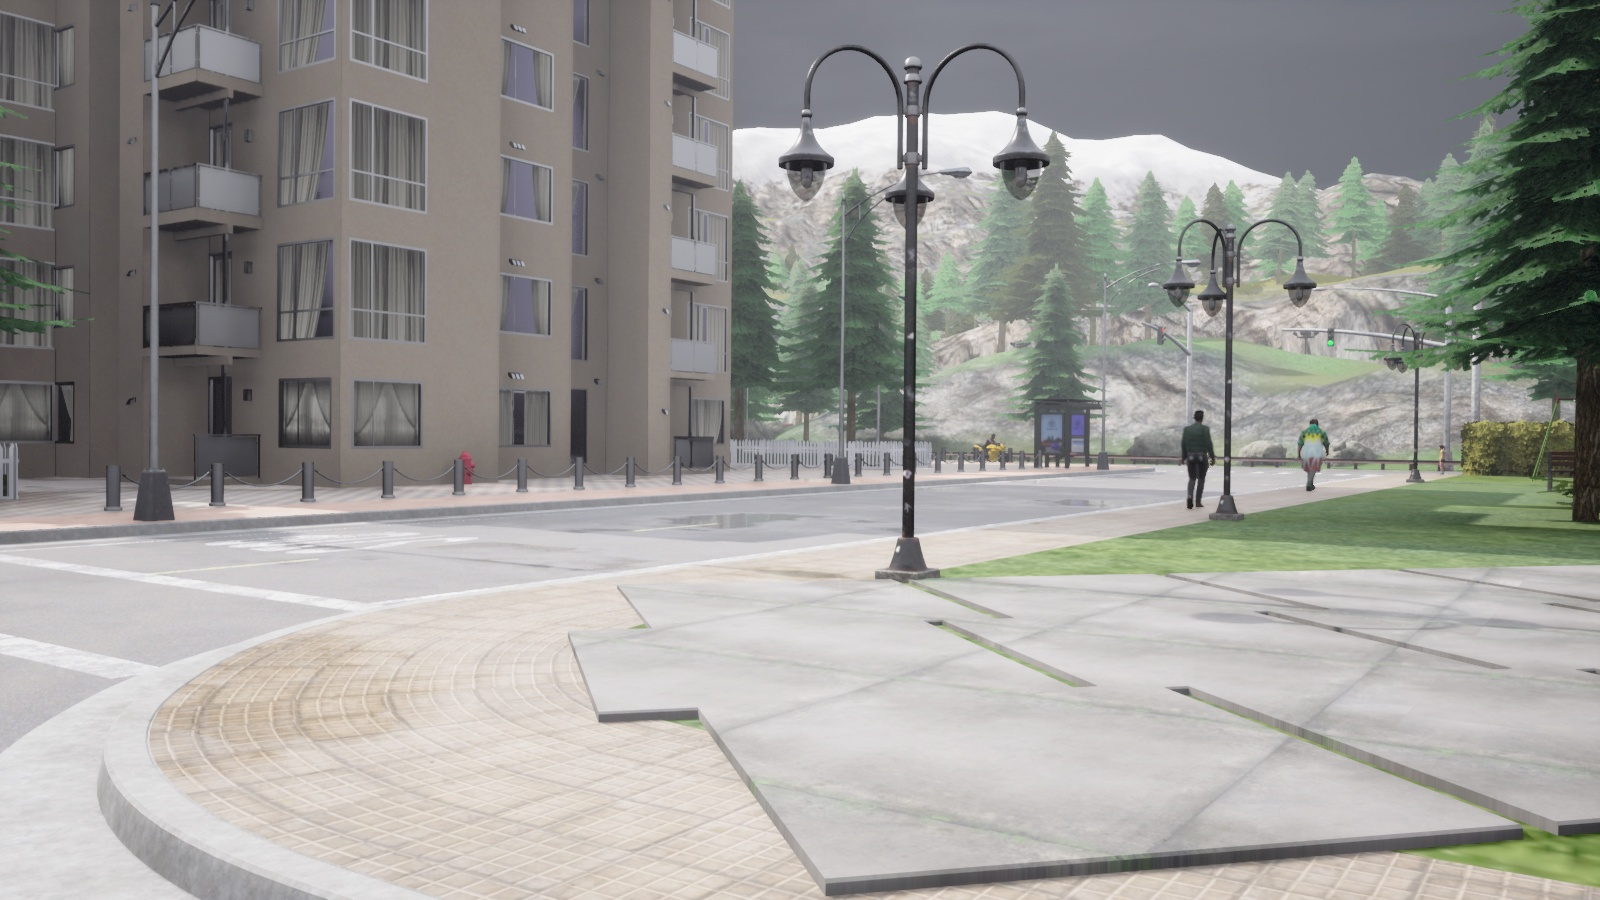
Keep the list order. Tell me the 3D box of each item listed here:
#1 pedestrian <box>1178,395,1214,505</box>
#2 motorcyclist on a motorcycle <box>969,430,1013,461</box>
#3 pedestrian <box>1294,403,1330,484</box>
[{"bbox_3d":[7.163,0.002,22.686,0.423,1.949,0.788,0,1,33],"label":"pedestrian"},{"bbox_3d":[9.526,-0.230,62.638,2.044,1.523,0.797,0,1,35],"label":"motorcyclist on a motorcycle"},{"bbox_3d":[12.592,-0.159,30.890,0.659,1.952,0.873,0,1,34],"label":"pedestrian"}]
